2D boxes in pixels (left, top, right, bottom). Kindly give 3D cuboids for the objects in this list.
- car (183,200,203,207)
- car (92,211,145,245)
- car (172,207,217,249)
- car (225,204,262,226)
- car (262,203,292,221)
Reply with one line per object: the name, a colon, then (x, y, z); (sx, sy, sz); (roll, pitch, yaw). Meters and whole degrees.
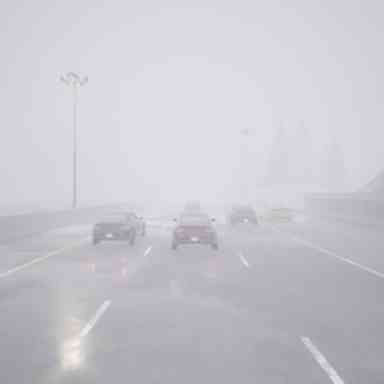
car: (0.109, 1.723, 37.460); (1.837, 1.490, 4.892); (0, 0, 0)
car: (-3.396, 1.618, 15.971); (1.812, 1.442, 4.674); (0, 0, 0)
car: (0.103, 1.612, 14.855); (1.812, 1.442, 4.674); (0, 0, 0)
car: (3.604, 1.650, 24.630); (1.837, 1.490, 4.892); (0, 0, 0)
car: (7.107, 1.645, 28.634); (1.882, 1.535, 5.008); (0, -1, 0)
